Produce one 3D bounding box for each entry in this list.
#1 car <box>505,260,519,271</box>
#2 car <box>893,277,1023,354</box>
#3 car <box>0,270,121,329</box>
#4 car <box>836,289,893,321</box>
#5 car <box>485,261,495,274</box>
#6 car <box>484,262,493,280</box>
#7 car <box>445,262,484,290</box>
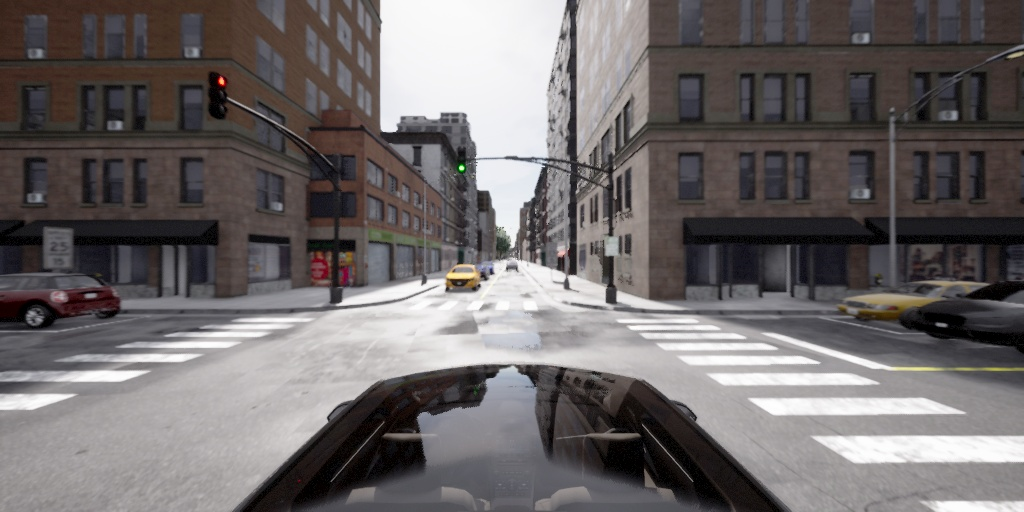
[{"bbox_3d":[0.003,1.501,52.283,2.033,1.411,5.357,0,0,0],"label":"car"},{"bbox_3d":[11.929,1.277,7.977,4.892,1.490,1.837,0,0,-1],"label":"car"},{"bbox_3d":[-14.601,1.219,10.807,4.097,1.591,1.967,0,0,1],"label":"car"},{"bbox_3d":[12.423,1.305,10.525,4.829,1.417,1.751,0,0,1],"label":"car"},{"bbox_3d":[-3.088,1.398,42.750,1.882,1.535,5.008,0,0,0],"label":"car"},{"bbox_3d":[-3.099,1.483,32.727,1.895,1.301,4.718,0,0,0],"label":"car"},{"bbox_3d":[-3.098,1.322,23.353,1.882,1.535,5.008,0,0,-1],"label":"car"}]
